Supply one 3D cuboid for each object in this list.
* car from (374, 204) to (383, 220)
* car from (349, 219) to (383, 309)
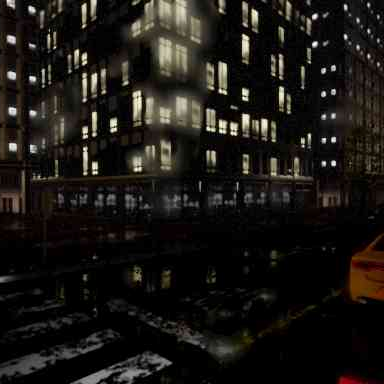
[{"bbox_3d":[15.563,1.396,25.651,1.967,1.590,4.097,-1,0,45],"label":"car"},{"bbox_3d":[5.055,1.468,7.070,1.882,1.535,5.008,0,0,45],"label":"car"}]
